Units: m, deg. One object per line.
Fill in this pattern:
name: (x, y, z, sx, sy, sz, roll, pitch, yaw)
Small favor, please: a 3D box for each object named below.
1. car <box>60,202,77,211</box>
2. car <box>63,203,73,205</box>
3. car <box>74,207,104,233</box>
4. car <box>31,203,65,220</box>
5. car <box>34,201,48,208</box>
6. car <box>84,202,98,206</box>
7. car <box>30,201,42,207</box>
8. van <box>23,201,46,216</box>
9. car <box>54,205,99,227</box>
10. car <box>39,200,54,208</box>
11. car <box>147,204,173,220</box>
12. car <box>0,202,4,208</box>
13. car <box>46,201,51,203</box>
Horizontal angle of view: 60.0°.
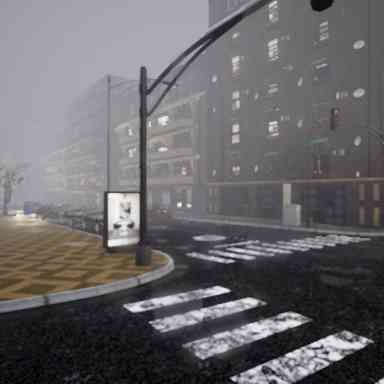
car: (-22.090, 2.562, 59.264, 1.802, 1.307, 4.206, -1, 0, -36)
car: (-20.092, 2.439, 52.096, 1.994, 1.385, 4.181, 0, -1, -36)
car: (-6.161, 1.956, 22.680, 2.008, 1.369, 4.403, -1, 0, -36)
car: (-15.493, 2.182, 35.676, 1.887, 1.381, 4.507, -1, 0, -36)
car: (-35.135, 2.872, 77.322, 1.947, 1.339, 4.313, -1, 0, -36)
car: (-15.567, 2.257, 50.239, 1.967, 1.590, 4.097, -1, 0, -36)
car: (-38.396, 2.933, 81.837, 1.887, 1.381, 4.507, -1, 0, -36)
van: (-20.405, 2.103, 42.568, 1.690, 1.788, 3.998, -1, 0, -36)
car: (-9.423, 2.036, 27.195, 2.008, 1.369, 4.403, -1, 0, -36)
car: (-31.876, 2.665, 72.808, 1.967, 1.590, 4.097, -1, 0, -36)
car: (-3.731, 1.964, 34.066, 1.967, 1.590, 4.097, -1, 0, -36)
car: (-38.668, 2.770, 67.902, 2.008, 1.369, 4.403, -1, 0, -36)
car: (-25.935, 2.586, 60.177, 1.994, 1.385, 4.181, 0, -1, -36)
